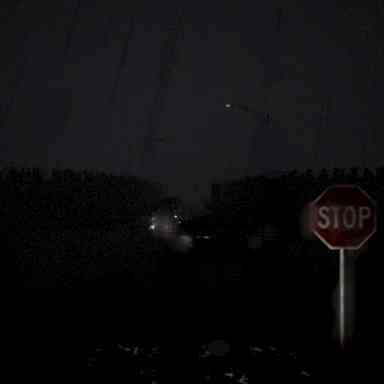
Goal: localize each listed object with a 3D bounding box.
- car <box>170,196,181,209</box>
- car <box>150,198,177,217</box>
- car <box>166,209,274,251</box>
[{"bbox_3d":[-2.704,1.481,42.079,1.837,1.490,4.892,0,0,0],"label":"car"},{"bbox_3d":[-2.738,1.549,31.324,1.994,1.385,4.181,0,0,1],"label":"car"},{"bbox_3d":[1.175,1.571,13.601,4.181,1.385,1.994,0,0,1],"label":"car"}]
